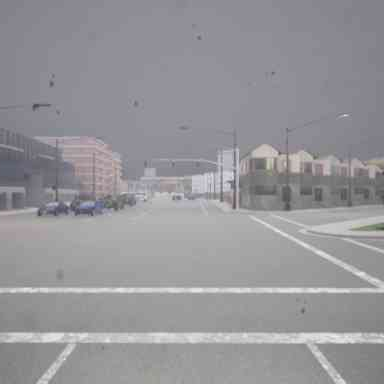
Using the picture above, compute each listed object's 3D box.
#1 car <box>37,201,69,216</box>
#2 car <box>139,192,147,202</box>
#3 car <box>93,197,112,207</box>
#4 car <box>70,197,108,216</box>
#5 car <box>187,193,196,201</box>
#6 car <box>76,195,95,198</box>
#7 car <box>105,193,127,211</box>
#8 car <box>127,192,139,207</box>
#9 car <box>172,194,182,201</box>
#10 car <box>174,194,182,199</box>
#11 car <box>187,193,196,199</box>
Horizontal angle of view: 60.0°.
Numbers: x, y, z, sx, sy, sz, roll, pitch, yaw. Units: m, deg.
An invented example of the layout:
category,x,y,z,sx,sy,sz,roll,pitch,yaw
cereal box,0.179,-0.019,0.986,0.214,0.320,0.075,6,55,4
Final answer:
category,x,y,z,sx,sy,sz,roll,pitch,yaw
car,-14.161,1.692,34.248,1.812,1.442,4.674,0,0,0
car,-10.615,1.025,68.629,2.150,2.045,5.566,0,1,0
car,-14.176,1.601,53.115,1.812,1.442,4.674,0,1,0
car,-10.660,1.645,34.685,1.882,1.535,5.008,0,0,0
car,-0.131,1.363,77.858,1.895,1.301,4.718,0,-1,0
car,-14.169,1.396,43.818,2.150,2.045,5.566,0,1,0
car,-10.665,1.388,44.617,2.150,2.045,5.566,0,1,1
car,-10.677,1.261,54.954,2.150,2.045,5.566,0,2,0
car,-3.630,1.288,77.407,2.128,1.511,4.902,0,-1,0
car,-3.648,1.315,87.866,1.895,1.301,4.718,0,-1,0
car,-0.148,1.074,87.818,2.097,1.767,4.553,0,-1,0
